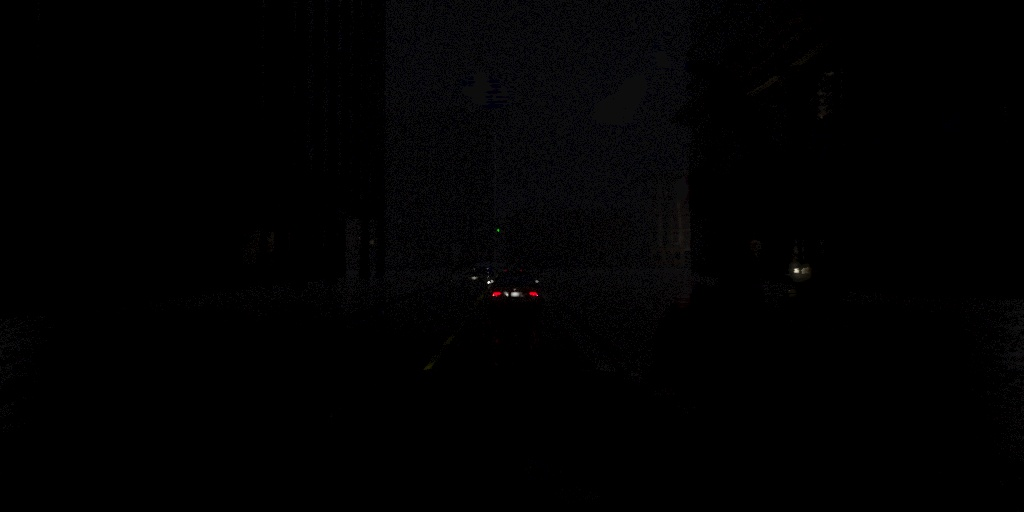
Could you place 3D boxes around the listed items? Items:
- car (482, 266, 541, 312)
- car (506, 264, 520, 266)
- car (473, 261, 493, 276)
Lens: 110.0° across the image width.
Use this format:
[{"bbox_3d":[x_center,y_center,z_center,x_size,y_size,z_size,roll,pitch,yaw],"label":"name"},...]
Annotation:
[{"bbox_3d":[0.102,1.306,14.278,2.033,1.411,5.357,0,0,0],"label":"car"},{"bbox_3d":[0.103,1.362,32.442,1.994,1.385,4.181,0,0,0],"label":"car"},{"bbox_3d":[-3.044,1.293,38.456,1.882,1.535,5.008,0,0,1],"label":"car"}]
